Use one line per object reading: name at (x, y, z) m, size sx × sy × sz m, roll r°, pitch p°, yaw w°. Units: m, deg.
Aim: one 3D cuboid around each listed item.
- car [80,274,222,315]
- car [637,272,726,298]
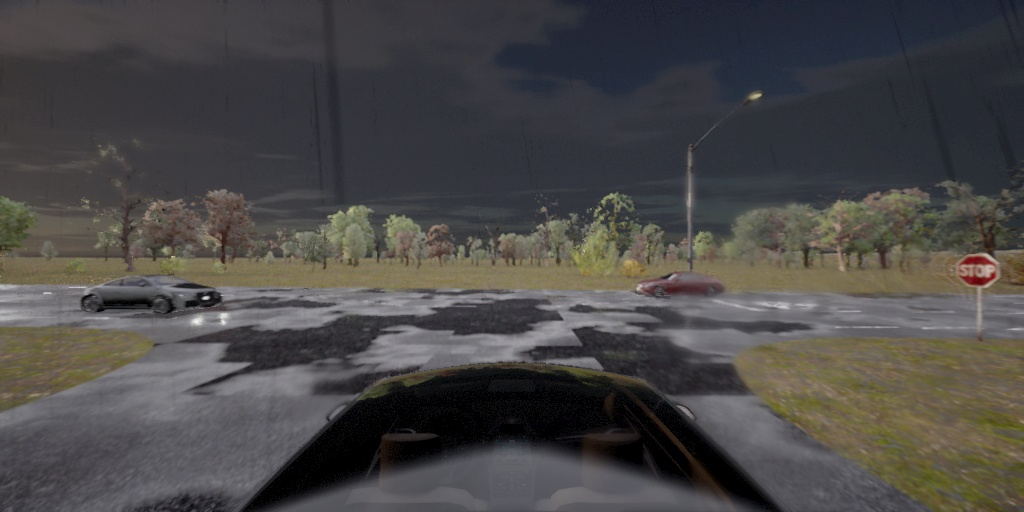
car at (-13.818, 1.422, 13.892) m, size 4.181 × 1.385 × 1.994 m, roll 0°, pitch 0°, yaw 1°
car at (9.514, 1.611, 20.310) m, size 4.674 × 1.442 × 1.812 m, roll 0°, pitch 0°, yaw 1°
